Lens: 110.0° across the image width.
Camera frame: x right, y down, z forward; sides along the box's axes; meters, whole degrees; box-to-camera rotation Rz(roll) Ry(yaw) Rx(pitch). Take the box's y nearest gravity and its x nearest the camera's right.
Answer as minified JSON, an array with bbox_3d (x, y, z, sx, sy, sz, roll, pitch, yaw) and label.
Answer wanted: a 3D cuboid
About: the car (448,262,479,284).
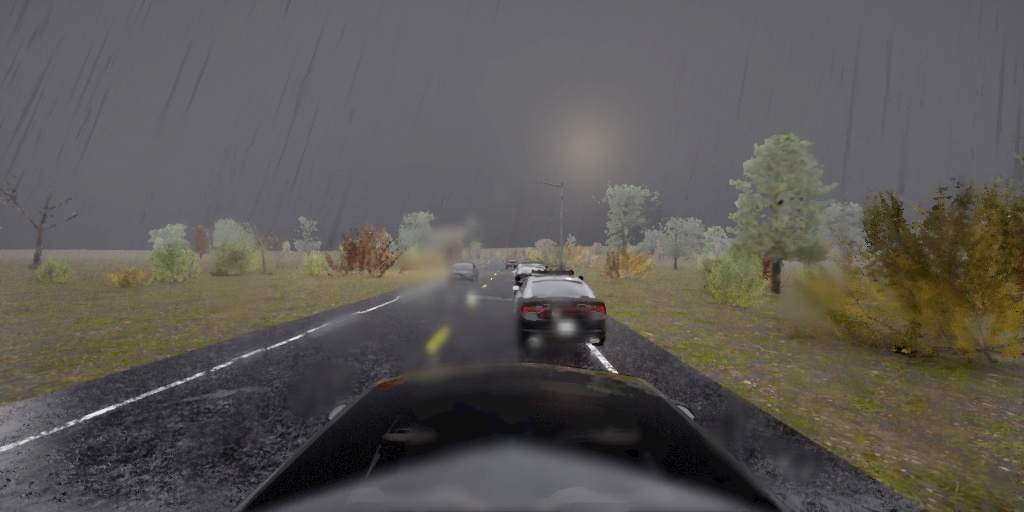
[{"bbox_3d":[-3.501,1.228,26.587,1.837,1.490,4.892,0,0,0],"label":"car"}]

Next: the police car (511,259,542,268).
[{"bbox_3d":[1.049,1.159,19.514,1.930,1.638,5.238,0,0,0],"label":"police car"}]

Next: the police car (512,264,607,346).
[{"bbox_3d":[1.050,1.170,9.512,1.930,1.638,5.238,0,0,0],"label":"police car"}]

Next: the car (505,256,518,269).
[{"bbox_3d":[0.057,1.166,52.581,1.837,1.490,4.892,0,0,0],"label":"car"}]
